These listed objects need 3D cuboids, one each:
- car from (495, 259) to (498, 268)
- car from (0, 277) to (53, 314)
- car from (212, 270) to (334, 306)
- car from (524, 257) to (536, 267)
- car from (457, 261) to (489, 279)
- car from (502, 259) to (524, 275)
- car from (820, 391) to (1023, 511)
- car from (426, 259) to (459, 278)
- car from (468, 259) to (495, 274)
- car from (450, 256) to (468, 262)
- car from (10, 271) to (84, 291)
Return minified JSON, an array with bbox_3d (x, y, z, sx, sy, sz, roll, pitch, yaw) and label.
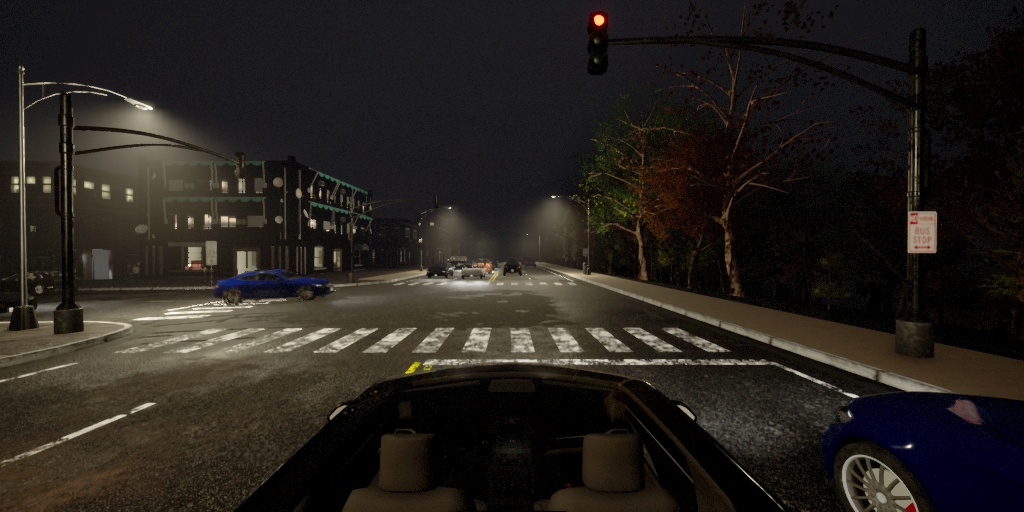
[{"bbox_3d":[-3.436,1.224,51.286,2.128,1.511,4.902,0,0,0],"label":"car"},{"bbox_3d":[-19.970,1.565,12.853,4.313,1.339,1.948,0,0,0],"label":"car"},{"bbox_3d":[-10.598,1.332,16.120,4.674,1.442,1.812,-2,1,-9],"label":"car"},{"bbox_3d":[3.227,1.274,63.694,2.033,1.411,5.357,0,0,0],"label":"car"},{"bbox_3d":[-3.407,1.341,32.282,1.895,1.301,4.718,0,0,0],"label":"car"},{"bbox_3d":[0.030,1.263,38.576,1.812,1.442,4.674,0,0,0],"label":"car"},{"bbox_3d":[3.358,1.276,0.888,1.812,1.442,4.674,0,0,1],"label":"car"},{"bbox_3d":[-6.659,1.287,34.001,2.033,1.411,5.357,0,0,0],"label":"car"},{"bbox_3d":[-3.423,1.088,41.254,2.097,1.767,4.553,0,0,0],"label":"car"},{"bbox_3d":[-6.674,0.957,44.237,2.150,2.045,5.566,0,0,0],"label":"car"},{"bbox_3d":[-28.321,1.560,21.348,4.403,1.370,2.007,0,0,0],"label":"car"}]
